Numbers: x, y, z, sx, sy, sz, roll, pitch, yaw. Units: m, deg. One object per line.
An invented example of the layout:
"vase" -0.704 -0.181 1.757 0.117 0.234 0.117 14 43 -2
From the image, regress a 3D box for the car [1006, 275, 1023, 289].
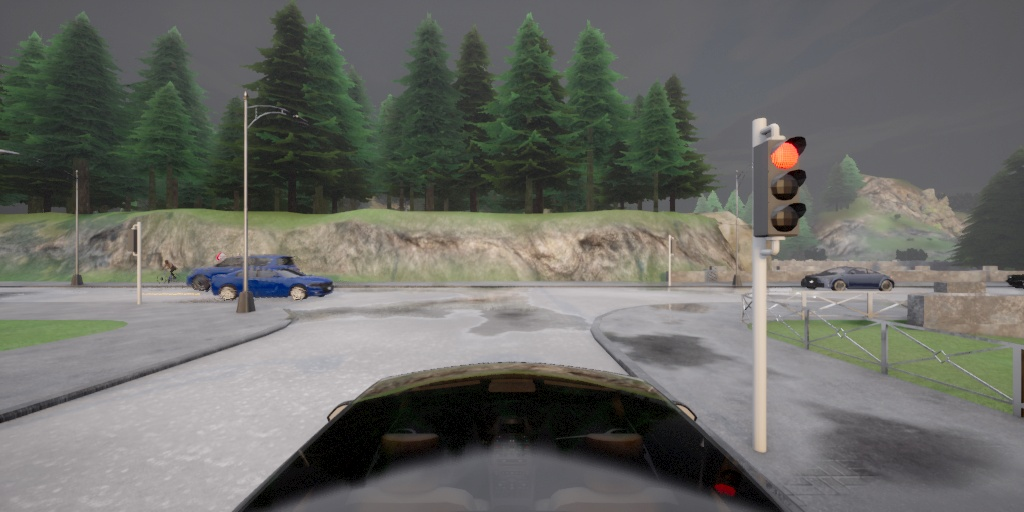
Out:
"car" 31.933 1.351 20.708 4.718 1.301 1.895 0 0 0

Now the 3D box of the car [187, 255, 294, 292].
"car" -15.457 0.971 20.852 5.566 2.045 2.150 0 0 -1

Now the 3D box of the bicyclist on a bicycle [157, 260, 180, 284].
"bicyclist on a bicycle" -23.915 1.098 24.975 0.582 1.620 1.656 0 0 0

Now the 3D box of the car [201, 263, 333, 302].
"car" -10.942 1.227 16.560 5.008 1.535 1.882 0 0 0

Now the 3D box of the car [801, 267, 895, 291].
"car" 19.303 1.314 20.726 4.181 1.385 1.994 0 0 0
